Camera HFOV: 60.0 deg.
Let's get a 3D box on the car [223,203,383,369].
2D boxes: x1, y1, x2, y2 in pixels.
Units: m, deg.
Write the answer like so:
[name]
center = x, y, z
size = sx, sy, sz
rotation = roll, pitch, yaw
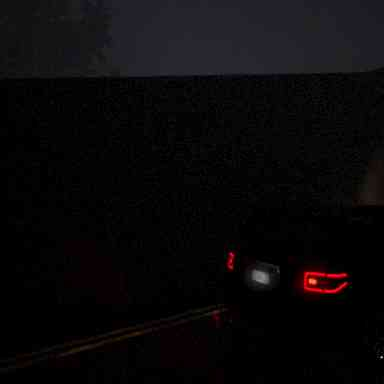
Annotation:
[car]
center = 3.092, 1.218, 5.961
size = 5.566, 2.045, 2.150
rotation = 0, 0, -35
